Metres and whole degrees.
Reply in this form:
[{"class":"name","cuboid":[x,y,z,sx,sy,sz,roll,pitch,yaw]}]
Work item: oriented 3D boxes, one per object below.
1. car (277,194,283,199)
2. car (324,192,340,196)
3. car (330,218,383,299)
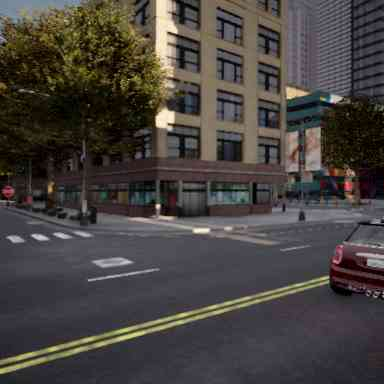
[{"class":"car","cuboid":[23.830,1.321,92.349,2.161,1.482,4.786,0,0,-36]},{"class":"car","cuboid":[34.305,1.221,84.864,2.002,1.452,4.674,0,0,-36]},{"class":"car","cuboid":[5.139,1.341,7.413,4.553,1.767,2.097,0,0,-36]}]
